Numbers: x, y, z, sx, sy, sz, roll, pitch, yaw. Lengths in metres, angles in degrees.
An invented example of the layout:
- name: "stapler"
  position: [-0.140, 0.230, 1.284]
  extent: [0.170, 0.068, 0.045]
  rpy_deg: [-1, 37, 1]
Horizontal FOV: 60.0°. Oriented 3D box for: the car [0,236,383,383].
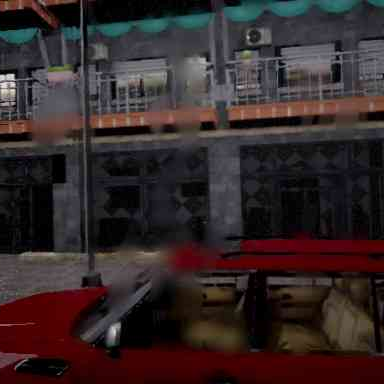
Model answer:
- name: "car"
  position: [0.415, 1.347, 2.909]
  extent: [5.009, 1.841, 2.192]
  rpy_deg: [0, -2, 8]
